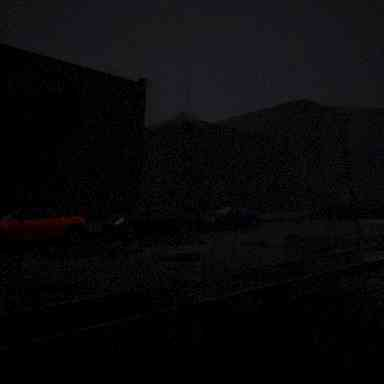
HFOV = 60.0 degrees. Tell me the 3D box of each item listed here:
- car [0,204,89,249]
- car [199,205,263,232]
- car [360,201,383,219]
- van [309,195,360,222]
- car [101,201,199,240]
[{"bbox_3d":[-6.743,1.332,13.797,4.553,1.767,2.185,0,0,-36],"label":"car"},{"bbox_3d":[2.315,1.514,20.294,4.674,1.452,2.002,0,0,-36],"label":"car"},{"bbox_3d":[15.757,1.528,29.936,4.792,1.488,2.163,0,0,-36],"label":"car"},{"bbox_3d":[11.198,1.264,26.665,4.442,1.987,1.878,0,0,-36],"label":"van"},{"bbox_3d":[-2.253,1.340,17.017,4.553,1.767,2.185,0,0,-36],"label":"car"}]
